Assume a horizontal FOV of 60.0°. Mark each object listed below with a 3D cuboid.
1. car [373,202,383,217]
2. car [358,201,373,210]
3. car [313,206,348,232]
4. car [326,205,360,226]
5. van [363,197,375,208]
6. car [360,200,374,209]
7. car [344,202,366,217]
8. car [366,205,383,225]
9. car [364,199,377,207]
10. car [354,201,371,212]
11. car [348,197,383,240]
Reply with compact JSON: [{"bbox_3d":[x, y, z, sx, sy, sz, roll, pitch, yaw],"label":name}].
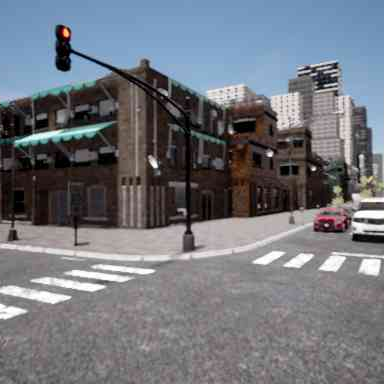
[{"bbox_3d":[20.384,1.832,35.142,2.033,1.411,5.357,-1,-1,31],"label":"car"},{"bbox_3d":[26.100,2.020,50.016,1.802,1.307,4.206,-1,-1,31],"label":"car"},{"bbox_3d":[9.083,1.742,21.570,1.887,1.381,4.507,-1,-1,31],"label":"car"},{"bbox_3d":[11.981,1.800,26.271,1.947,1.339,4.313,-1,-1,31],"label":"car"},{"bbox_3d":[31.746,1.867,59.517,1.690,1.788,3.998,-1,-1,31],"label":"van"},{"bbox_3d":[28.836,2.005,54.620,1.752,1.417,4.829,-1,-1,31],"label":"car"},{"bbox_3d":[17.542,1.838,35.624,1.752,1.417,4.829,-1,-1,31],"label":"car"},{"bbox_3d":[15.046,1.776,26.295,1.994,1.385,4.181,-1,-1,31],"label":"car"},{"bbox_3d":[34.571,2.122,64.264,2.008,1.369,4.403,-1,-1,31],"label":"car"},{"bbox_3d":[23.276,1.978,45.268,1.802,1.307,4.206,-1,-1,31],"label":"car"},{"bbox_3d":[9.890,1.363,17.670,2.150,2.045,5.566,-1,-1,31],"label":"car"}]
